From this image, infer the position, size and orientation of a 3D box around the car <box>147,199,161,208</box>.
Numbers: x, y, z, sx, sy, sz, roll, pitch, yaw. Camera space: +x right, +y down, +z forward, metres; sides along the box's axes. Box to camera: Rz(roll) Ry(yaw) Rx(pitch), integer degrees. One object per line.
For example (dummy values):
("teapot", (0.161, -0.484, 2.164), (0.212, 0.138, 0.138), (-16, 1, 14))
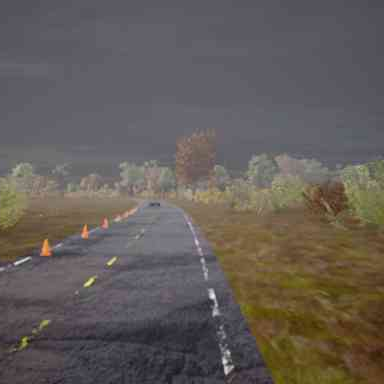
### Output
("car", (-5.931, 1.810, 51.892), (1.895, 1.301, 4.718), (0, 0, -13))

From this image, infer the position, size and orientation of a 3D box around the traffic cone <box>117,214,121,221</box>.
("traffic cone", (-6.006, 2.066, 27.164), (0.340, 0.580, 0.340), (0, 0, -3))

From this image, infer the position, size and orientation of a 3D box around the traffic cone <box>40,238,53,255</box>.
("traffic cone", (-5.373, 2.007, 12.261), (0.340, 0.580, 0.340), (0, 0, -2))

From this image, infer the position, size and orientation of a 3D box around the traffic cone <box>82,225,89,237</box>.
("traffic cone", (-5.534, 2.026, 17.231), (0.340, 0.580, 0.340), (0, 0, -2))

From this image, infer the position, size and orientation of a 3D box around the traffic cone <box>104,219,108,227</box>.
("traffic cone", (-5.744, 2.046, 22.199), (0.340, 0.580, 0.340), (0, 0, -3))
